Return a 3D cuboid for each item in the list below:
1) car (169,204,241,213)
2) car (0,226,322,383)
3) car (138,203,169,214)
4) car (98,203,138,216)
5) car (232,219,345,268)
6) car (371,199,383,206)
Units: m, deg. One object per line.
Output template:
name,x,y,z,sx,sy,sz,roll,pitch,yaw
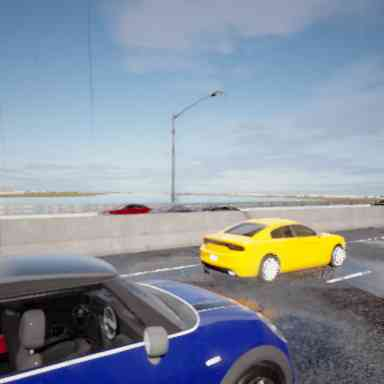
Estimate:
car,1.226,1.600,22.017,4.892,1.490,1.837,0,0,-35
car,-1.174,1.356,2.902,4.553,1.767,2.097,1,0,-36
car,-1.459,1.653,24.404,4.181,1.385,1.994,1,0,-35
car,-5.027,1.601,26.169,4.674,1.442,1.812,1,0,-35
car,2.566,1.531,9.858,5.008,1.535,1.882,0,0,-35
car,28.692,1.843,49.611,5.008,1.535,1.882,0,0,-34
